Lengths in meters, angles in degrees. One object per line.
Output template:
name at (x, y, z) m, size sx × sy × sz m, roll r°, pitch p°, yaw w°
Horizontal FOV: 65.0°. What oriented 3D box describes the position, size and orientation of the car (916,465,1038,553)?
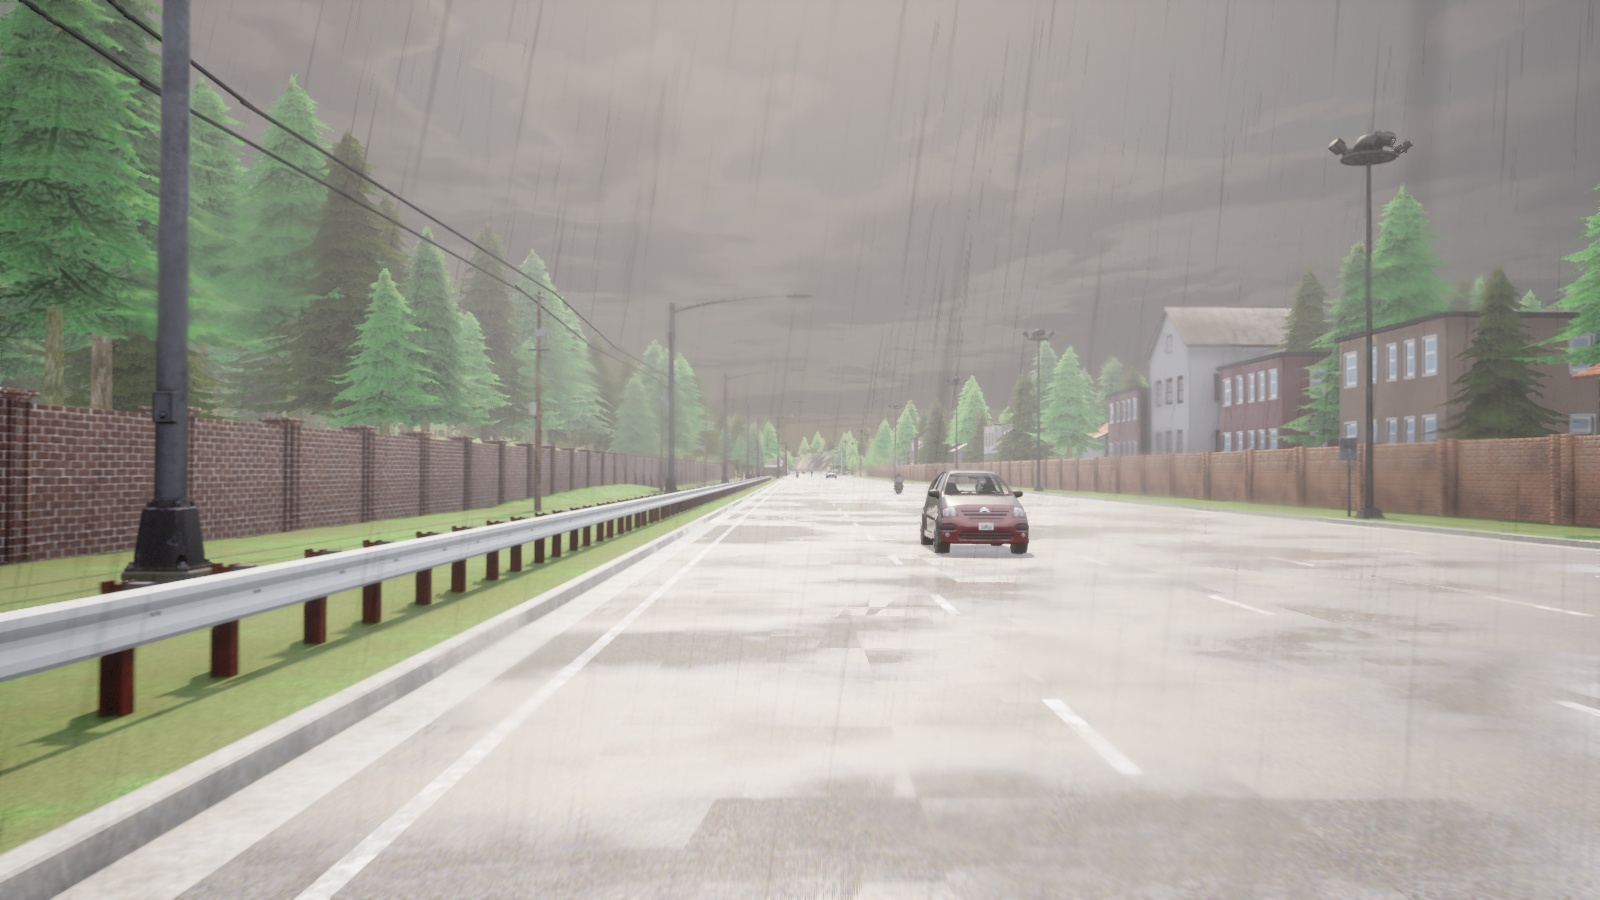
car at (3.437, 1.119, 25.089) m, size 1.851 × 1.617 × 3.988 m, roll 0°, pitch -1°, yaw 0°
